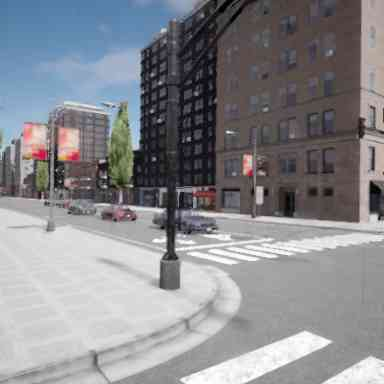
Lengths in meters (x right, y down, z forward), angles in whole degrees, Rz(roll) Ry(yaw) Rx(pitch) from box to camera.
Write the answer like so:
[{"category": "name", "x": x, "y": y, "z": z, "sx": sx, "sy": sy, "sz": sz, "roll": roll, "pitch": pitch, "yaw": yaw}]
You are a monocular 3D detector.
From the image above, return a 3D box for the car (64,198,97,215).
[{"category": "car", "x": -12.370, "y": 1.640, "z": 37.472, "sx": 2.097, "sy": 1.767, "sz": 4.553, "roll": 1, "pitch": -1, "yaw": -36}]

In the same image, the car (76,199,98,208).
[{"category": "car", "x": -18.020, "y": 1.946, "z": 56.764, "sx": 2.128, "sy": 1.511, "sz": 4.902, "roll": 1, "pitch": -1, "yaw": -36}]

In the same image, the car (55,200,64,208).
[{"category": "car", "x": -20.738, "y": 1.933, "z": 54.983, "sx": 1.812, "sy": 1.442, "sz": 4.674, "roll": 1, "pitch": -1, "yaw": -36}]

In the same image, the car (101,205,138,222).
[{"category": "car", "x": -6.433, "y": 1.813, "z": 29.204, "sx": 1.994, "sy": 1.385, "sz": 4.181, "roll": 1, "pitch": -1, "yaw": -36}]

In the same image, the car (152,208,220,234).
[{"category": "car", "x": -0.578, "y": 1.759, "z": 21.071, "sx": 2.033, "sy": 1.411, "sz": 5.357, "roll": 1, "pitch": -1, "yaw": -36}]

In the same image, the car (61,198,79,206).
[{"category": "car", "x": -23.917, "y": 1.981, "z": 64.957, "sx": 2.128, "sy": 1.511, "sz": 4.902, "roll": 1, "pitch": -1, "yaw": -36}]

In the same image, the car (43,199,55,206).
[{"category": "car", "x": -27.093, "y": 2.046, "z": 63.805, "sx": 1.895, "sy": 1.301, "sz": 4.718, "roll": 1, "pitch": -1, "yaw": -36}]
